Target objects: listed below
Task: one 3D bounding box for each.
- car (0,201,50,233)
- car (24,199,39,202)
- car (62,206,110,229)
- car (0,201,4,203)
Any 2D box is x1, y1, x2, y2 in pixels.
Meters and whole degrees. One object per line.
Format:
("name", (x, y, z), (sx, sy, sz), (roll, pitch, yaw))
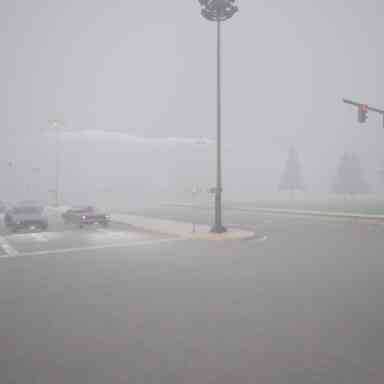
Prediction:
("car", (-10.175, 1.538, 20.244), (2.033, 1.411, 5.357), (0, 0, -35))
("car", (-18.558, 1.529, 38.440), (2.033, 1.411, 5.357), (0, 0, -35))
("car", (-7.020, 1.583, 21.843), (1.895, 1.301, 4.718), (0, 0, -35))
("car", (-21.706, 1.591, 36.841), (1.895, 1.301, 4.718), (0, 0, -35))
